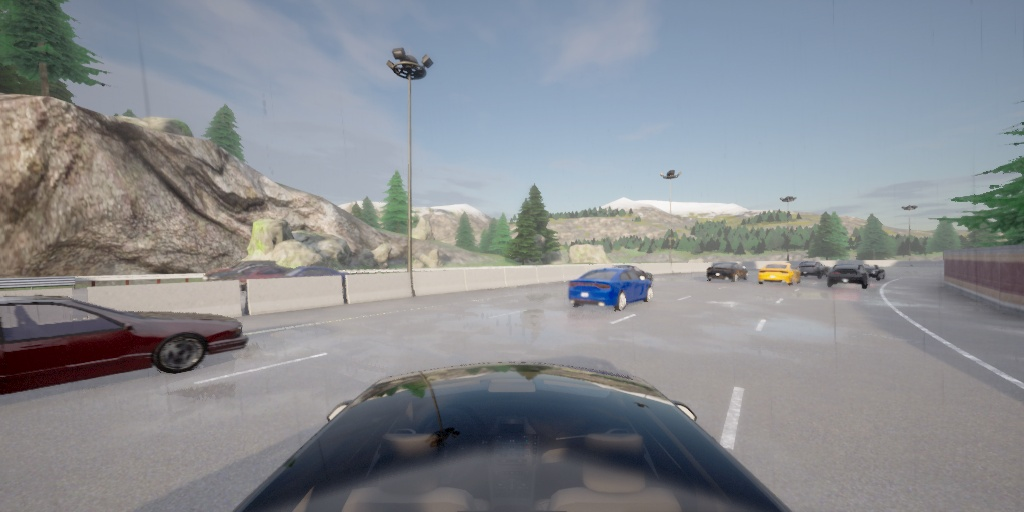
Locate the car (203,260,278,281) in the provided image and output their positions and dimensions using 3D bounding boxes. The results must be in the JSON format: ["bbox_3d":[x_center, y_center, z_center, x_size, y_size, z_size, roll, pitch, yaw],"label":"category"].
[{"bbox_3d":[-16.379,1.241,22.731,2.128,1.511,4.902,0,0,37],"label":"car"}]

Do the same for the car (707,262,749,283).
[{"bbox_3d":[17.285,1.227,28.626,5.008,1.535,1.882,0,0,-43],"label":"car"}]

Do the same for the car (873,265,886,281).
[{"bbox_3d":[30.103,1.351,30.383,4.718,1.301,1.895,0,0,-39],"label":"car"}]

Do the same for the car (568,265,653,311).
[{"bbox_3d":[4.144,1.227,14.625,1.882,1.535,5.008,0,0,39],"label":"car"}]

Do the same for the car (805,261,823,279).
[{"bbox_3d":[27.404,1.241,32.681,4.902,1.511,2.128,0,0,-39],"label":"car"}]

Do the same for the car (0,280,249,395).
[{"bbox_3d":[-7.258,1.297,5.212,2.033,1.411,5.357,0,0,34],"label":"car"}]

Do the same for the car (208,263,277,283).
[{"bbox_3d":[-13.961,1.314,20.122,1.994,1.385,4.181,0,0,37],"label":"car"}]

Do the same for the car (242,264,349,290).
[{"bbox_3d":[-10.758,1.276,18.584,1.812,1.442,4.674,0,0,37],"label":"car"}]

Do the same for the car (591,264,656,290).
[{"bbox_3d":[7.546,1.297,23.869,2.033,1.411,5.357,0,0,43],"label":"car"}]

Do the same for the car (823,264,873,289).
[{"bbox_3d":[22.129,1.254,23.541,4.892,1.490,1.837,0,0,-43],"label":"car"}]

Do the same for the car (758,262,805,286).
[{"bbox_3d":[19.057,1.228,25.461,5.008,1.535,1.882,0,0,-44],"label":"car"}]
